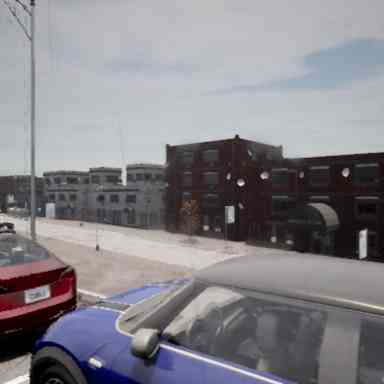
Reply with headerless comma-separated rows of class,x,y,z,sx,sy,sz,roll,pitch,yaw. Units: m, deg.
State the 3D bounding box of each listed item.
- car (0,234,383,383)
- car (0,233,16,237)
car,0.595,1.352,2.854,4.553,1.767,2.185,0,0,36
car,-4.138,1.508,6.080,4.792,1.488,2.163,0,0,34
